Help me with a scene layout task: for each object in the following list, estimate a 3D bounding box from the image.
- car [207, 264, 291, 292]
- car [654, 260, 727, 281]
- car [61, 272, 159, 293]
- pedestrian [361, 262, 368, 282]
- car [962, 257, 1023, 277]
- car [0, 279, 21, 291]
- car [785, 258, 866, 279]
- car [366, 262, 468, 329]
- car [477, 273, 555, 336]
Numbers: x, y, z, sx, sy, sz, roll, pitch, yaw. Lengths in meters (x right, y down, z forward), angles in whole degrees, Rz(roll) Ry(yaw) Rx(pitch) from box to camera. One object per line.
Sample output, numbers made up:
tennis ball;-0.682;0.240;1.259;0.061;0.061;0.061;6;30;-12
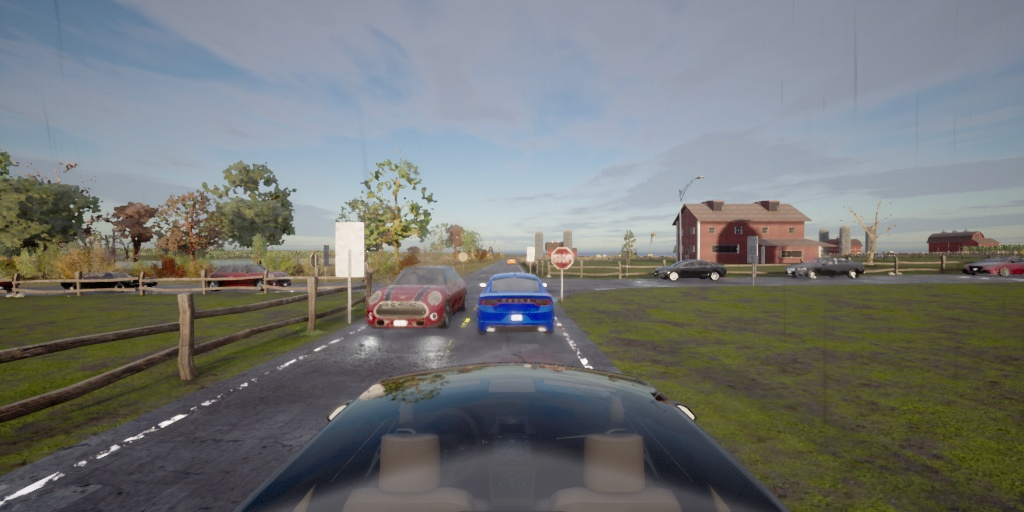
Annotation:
car;-17.103;1.328;23.506;4.553;1.767;2.097;-1;0;1
car;12.981;1.033;26.267;4.892;1.490;1.837;-1;0;2
car;-26.385;1.704;23.645;4.718;1.301;1.895;-1;0;1
pedestrian;-12.181;1.160;29.426;0.375;1.860;0.375;0;1;0
car;35.682;0.757;26.052;4.181;1.385;1.994;-1;0;1
car;-36.267;1.836;24.118;4.718;1.301;1.895;-1;0;6
car;22.735;0.877;26.158;4.902;1.511;2.128;-1;0;0
car;-2.729;1.100;11.258;2.097;1.767;4.553;0;0;2
car;0.059;1.226;10.481;1.882;1.535;5.008;0;0;-1
